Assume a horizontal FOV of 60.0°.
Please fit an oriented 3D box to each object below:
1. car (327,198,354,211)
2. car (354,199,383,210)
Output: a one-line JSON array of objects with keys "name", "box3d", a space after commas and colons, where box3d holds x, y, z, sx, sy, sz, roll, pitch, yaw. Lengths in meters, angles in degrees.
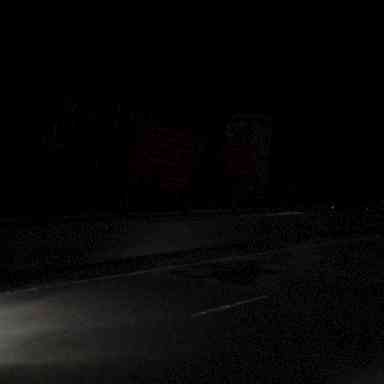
[{"name": "car", "box3d": [17.399, 1.470, 37.888, 4.902, 1.511, 2.128, 0, 0, -35]}, {"name": "car", "box3d": [19.746, 1.469, 35.264, 4.902, 1.511, 2.128, 0, 0, -35]}]
